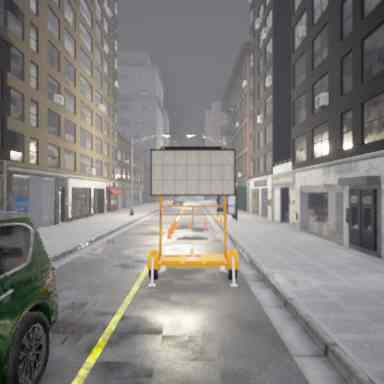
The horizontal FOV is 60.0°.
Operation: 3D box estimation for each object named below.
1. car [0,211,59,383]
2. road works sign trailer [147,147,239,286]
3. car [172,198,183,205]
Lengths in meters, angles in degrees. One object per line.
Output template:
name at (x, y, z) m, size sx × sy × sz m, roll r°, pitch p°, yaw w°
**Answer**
car at (-2.841, 1.236, 2.212) m, size 2.150 × 2.045 × 5.566 m, roll 0°, pitch 0°, yaw 0°
road works sign trailer at (0.026, 0.516, 9.503) m, size 2.380 × 3.560 × 2.880 m, roll 0°, pitch 0°, yaw 0°
car at (-2.597, 1.830, 61.983) m, size 1.812 × 1.442 × 4.674 m, roll 0°, pitch 0°, yaw 0°
